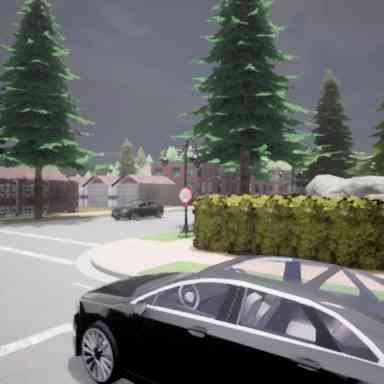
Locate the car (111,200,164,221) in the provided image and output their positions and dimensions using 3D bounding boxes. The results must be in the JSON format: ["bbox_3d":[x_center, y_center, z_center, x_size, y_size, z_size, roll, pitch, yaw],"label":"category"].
[{"bbox_3d":[-4.210,1.418,26.288,1.837,1.490,4.892,0,0,35],"label":"car"}]

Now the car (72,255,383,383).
[{"bbox_3d":[0.614,1.488,3.648,4.902,1.511,2.128,0,0,38],"label":"car"}]
